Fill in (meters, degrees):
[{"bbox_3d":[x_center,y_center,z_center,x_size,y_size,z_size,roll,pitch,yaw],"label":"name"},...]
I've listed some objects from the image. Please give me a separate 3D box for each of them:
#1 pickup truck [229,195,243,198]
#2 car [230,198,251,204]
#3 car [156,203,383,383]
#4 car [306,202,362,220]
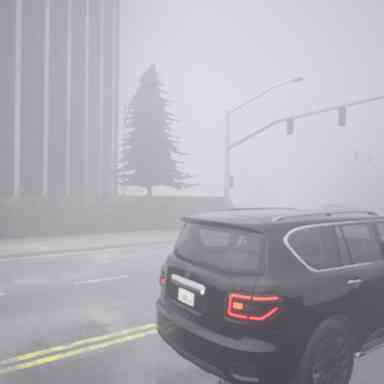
[{"bbox_3d":[9.014,1.577,68.006,2.390,2.098,6.274,1,0,-6],"label":"pickup truck"},{"bbox_3d":[6.616,1.901,43.187,1.994,1.385,4.181,1,0,-36],"label":"car"},{"bbox_3d":[2.127,1.276,5.260,5.566,2.045,2.150,0,0,-35],"label":"car"},{"bbox_3d":[14.006,1.844,33.068,1.837,1.490,4.892,1,0,-36],"label":"car"}]
